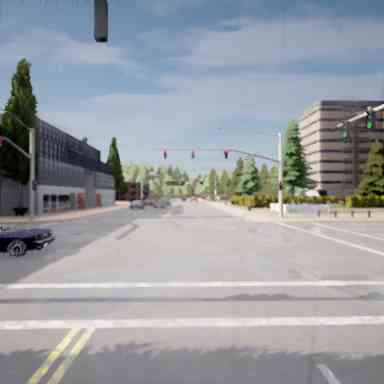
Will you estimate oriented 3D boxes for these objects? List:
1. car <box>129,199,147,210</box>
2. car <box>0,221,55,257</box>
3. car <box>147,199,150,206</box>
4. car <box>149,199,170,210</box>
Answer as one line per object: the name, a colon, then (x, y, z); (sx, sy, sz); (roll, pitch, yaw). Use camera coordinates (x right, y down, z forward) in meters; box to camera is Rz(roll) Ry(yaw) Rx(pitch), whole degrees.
car: (-8.418, 1.991, 50.803); (1.812, 1.442, 4.674); (0, 0, -1)
car: (-7.872, 1.724, 12.747); (4.718, 1.301, 1.895); (0, -1, -3)
car: (-8.720, 2.106, 67.150); (1.882, 1.535, 5.008); (0, 0, -1)
car: (-4.931, 1.960, 51.380); (2.128, 1.511, 4.902); (0, 0, -1)
